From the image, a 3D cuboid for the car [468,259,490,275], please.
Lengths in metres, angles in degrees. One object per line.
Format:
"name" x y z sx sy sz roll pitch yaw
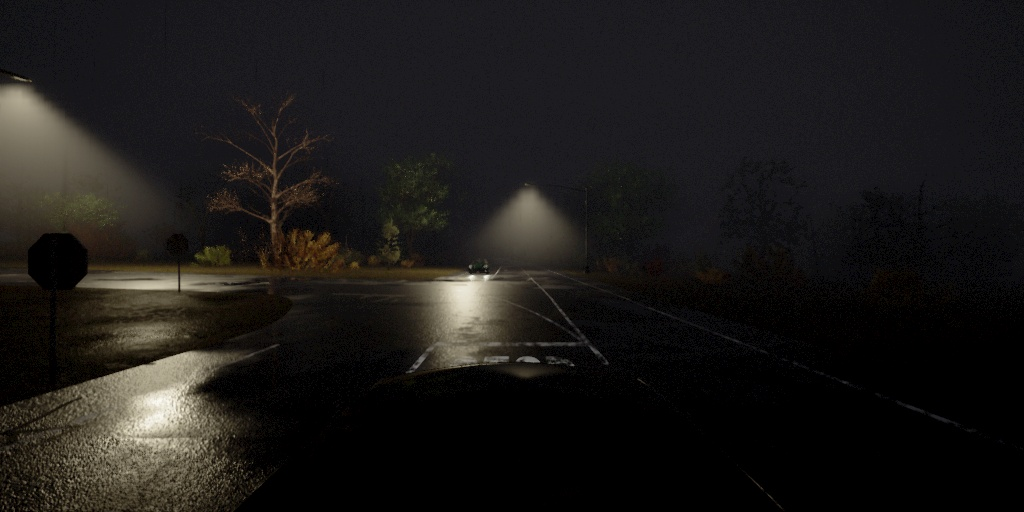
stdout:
"car" -3.554 1.112 39.406 2.097 1.767 4.553 0 0 0
